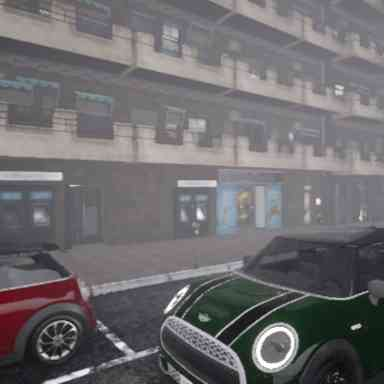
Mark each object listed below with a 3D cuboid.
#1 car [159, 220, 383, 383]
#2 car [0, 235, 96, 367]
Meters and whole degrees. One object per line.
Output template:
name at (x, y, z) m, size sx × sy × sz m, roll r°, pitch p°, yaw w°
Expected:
car at (1.804, 1.346, 4.621) m, size 4.553 × 1.767 × 2.097 m, roll 0°, pitch 0°, yaw -35°
car at (-3.443, 1.441, 4.128) m, size 4.097 × 1.590 × 1.967 m, roll 0°, pitch -1°, yaw -35°
